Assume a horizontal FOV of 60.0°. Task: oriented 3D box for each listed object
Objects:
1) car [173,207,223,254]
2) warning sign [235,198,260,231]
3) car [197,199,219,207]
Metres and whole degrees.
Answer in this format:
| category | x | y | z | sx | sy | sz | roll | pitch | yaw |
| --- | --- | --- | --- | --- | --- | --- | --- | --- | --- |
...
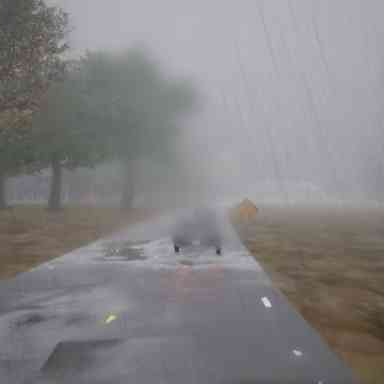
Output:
| category | x | y | z | sx | sy | sz | roll | pitch | yaw |
| --- | --- | --- | --- | --- | --- | --- | --- | --- | --- |
| car | 0.287 | 1.619 | 14.207 | 2.128 | 1.511 | 4.902 | 0 | 0 | 3 |
| warning sign | 3.189 | 1.284 | 19.275 | 1.300 | 1.860 | 1.060 | 0 | 0 | 3 |
| car | 1.254 | 1.718 | 29.290 | 1.882 | 1.535 | 5.008 | 0 | 0 | 5 |
